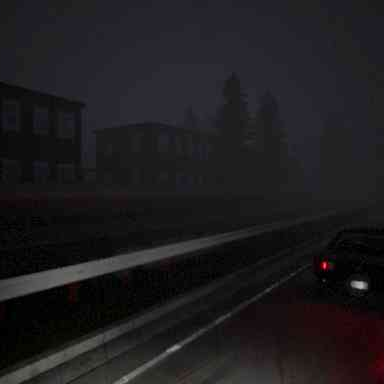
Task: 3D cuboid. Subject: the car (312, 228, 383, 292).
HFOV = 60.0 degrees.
[{"bbox_3d":[4.640,1.578,8.511,1.895,1.301,4.718,0,0,35],"label":"car"}]
